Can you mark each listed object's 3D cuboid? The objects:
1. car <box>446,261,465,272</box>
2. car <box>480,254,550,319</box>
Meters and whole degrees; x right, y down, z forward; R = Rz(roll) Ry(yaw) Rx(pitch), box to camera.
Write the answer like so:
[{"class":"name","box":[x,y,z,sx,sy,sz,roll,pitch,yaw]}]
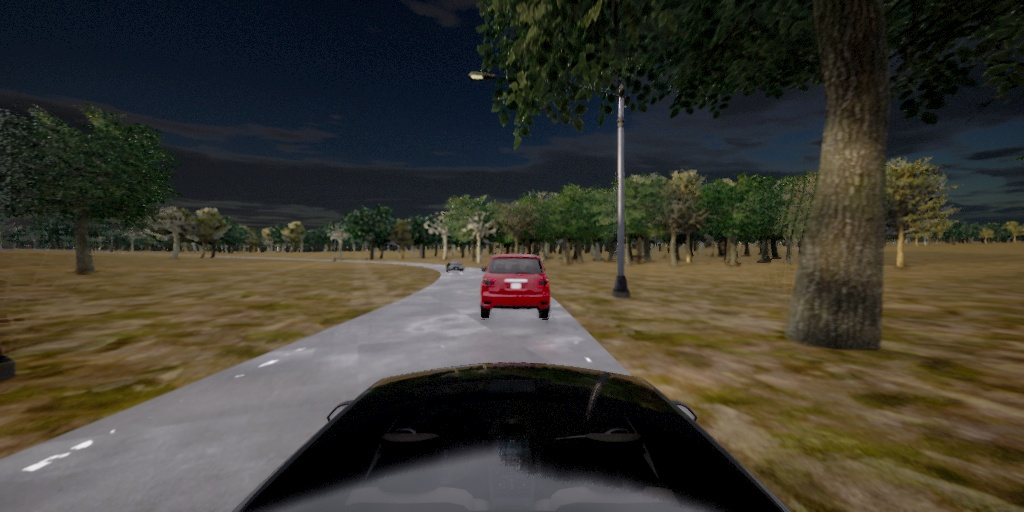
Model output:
[{"class":"car","box":[-6.994,1.273,43.927,1.994,1.385,4.181,0,0,-14]},{"class":"car","box":[0.057,0.955,12.888,2.150,2.045,5.566,1,0,-1]}]
